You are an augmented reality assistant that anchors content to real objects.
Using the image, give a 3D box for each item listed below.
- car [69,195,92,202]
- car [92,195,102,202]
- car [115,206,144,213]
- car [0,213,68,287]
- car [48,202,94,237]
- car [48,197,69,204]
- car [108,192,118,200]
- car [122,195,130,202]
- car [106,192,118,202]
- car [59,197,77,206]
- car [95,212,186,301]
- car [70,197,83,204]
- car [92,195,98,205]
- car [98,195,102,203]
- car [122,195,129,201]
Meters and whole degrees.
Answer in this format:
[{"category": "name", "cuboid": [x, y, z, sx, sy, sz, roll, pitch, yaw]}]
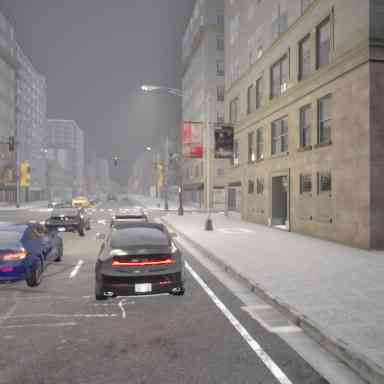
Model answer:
[{"category": "car", "cuboid": [-16.372, 1.498, 48.952, 1.882, 1.535, 5.008, 0, 0, -11]}, {"category": "car", "cuboid": [-22.057, 1.500, 77.531, 1.837, 1.490, 4.892, 0, 0, -11]}, {"category": "car", "cuboid": [-3.311, 1.496, 17.591, 2.128, 1.511, 4.902, 0, 0, -11]}, {"category": "car", "cuboid": [-4.793, 1.528, 9.032, 1.812, 1.442, 4.674, 0, 0, -11]}, {"category": "car", "cuboid": [-6.606, 1.510, 17.998, 1.837, 1.490, 4.892, 0, 0, -11]}, {"category": "car", "cuboid": [-19.583, 1.512, 48.176, 2.128, 1.511, 4.902, 0, 0, -14]}, {"category": "car", "cuboid": [-20.852, 1.119, 87.980, 2.150, 2.045, 5.566, 0, 0, -11]}, {"category": "car", "cuboid": [-15.928, 1.620, 80.021, 1.895, 1.301, 4.718, 0, 0, -11]}, {"category": "car", "cuboid": [-18.788, 1.246, 77.767, 2.150, 2.045, 5.566, 0, 0, -11]}, {"category": "car", "cuboid": [-21.437, 1.571, 57.745, 2.033, 1.411, 5.357, 0, 0, -11]}, {"category": "car", "cuboid": [-1.369, 1.506, 8.470, 1.837, 1.490, 4.892, 0, 0, -11]}, {"category": "car", "cuboid": [-23.362, 1.620, 67.586, 1.895, 1.301, 4.718, 0, 0, -11]}, {"category": "car", "cuboid": [-18.175, 1.375, 58.038, 2.097, 1.767, 4.553, 0, 0, -12]}, {"category": "car", "cuboid": [-20.059, 1.578, 67.648, 1.994, 1.385, 4.181, 0, 0, -11]}, {"category": "car", "cuboid": [-17.907, 1.503, 89.816, 1.882, 1.535, 5.008, 0, 0, -11]}]
